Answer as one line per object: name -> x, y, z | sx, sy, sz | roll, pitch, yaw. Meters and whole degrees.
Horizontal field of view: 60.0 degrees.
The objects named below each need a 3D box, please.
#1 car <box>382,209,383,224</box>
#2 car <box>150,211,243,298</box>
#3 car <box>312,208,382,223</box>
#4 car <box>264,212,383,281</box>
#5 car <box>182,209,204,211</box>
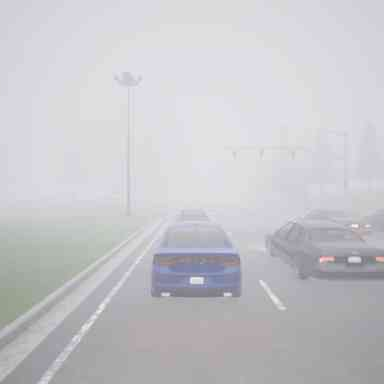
car -> 10.537, 1.547, 17.081 | 2.033, 1.411, 5.357 | 0, 0, 2
car -> 0.086, 1.478, 8.596 | 1.882, 1.535, 5.008 | 0, 0, 0
car -> 7.101, 1.547, 17.221 | 2.033, 1.411, 5.357 | 0, 0, -3
car -> 3.581, 1.548, 9.885 | 2.033, 1.411, 5.357 | 0, 0, 0
car -> 0.068, 1.564, 17.382 | 1.994, 1.385, 4.181 | 0, 0, 0
